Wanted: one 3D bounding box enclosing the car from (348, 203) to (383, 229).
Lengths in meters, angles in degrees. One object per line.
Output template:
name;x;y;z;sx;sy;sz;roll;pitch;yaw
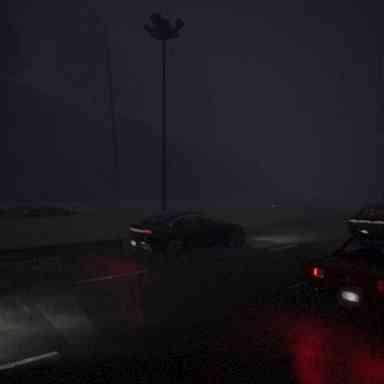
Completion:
car;9.097;1.469;15.590;4.902;1.511;2.128;0;0;-40

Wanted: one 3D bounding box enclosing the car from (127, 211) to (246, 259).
car;-0.043;1.493;12.615;4.902;1.511;2.128;0;0;-38

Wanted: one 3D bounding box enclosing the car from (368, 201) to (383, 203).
car;14.076;1.469;24.824;4.892;1.490;1.837;0;0;-44

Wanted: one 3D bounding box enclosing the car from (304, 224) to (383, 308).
car;4.613;1.590;7.354;4.718;1.301;1.895;0;0;-38

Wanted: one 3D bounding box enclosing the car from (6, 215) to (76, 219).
car;-8.909;1.550;19.297;4.674;1.442;1.812;0;0;-37
